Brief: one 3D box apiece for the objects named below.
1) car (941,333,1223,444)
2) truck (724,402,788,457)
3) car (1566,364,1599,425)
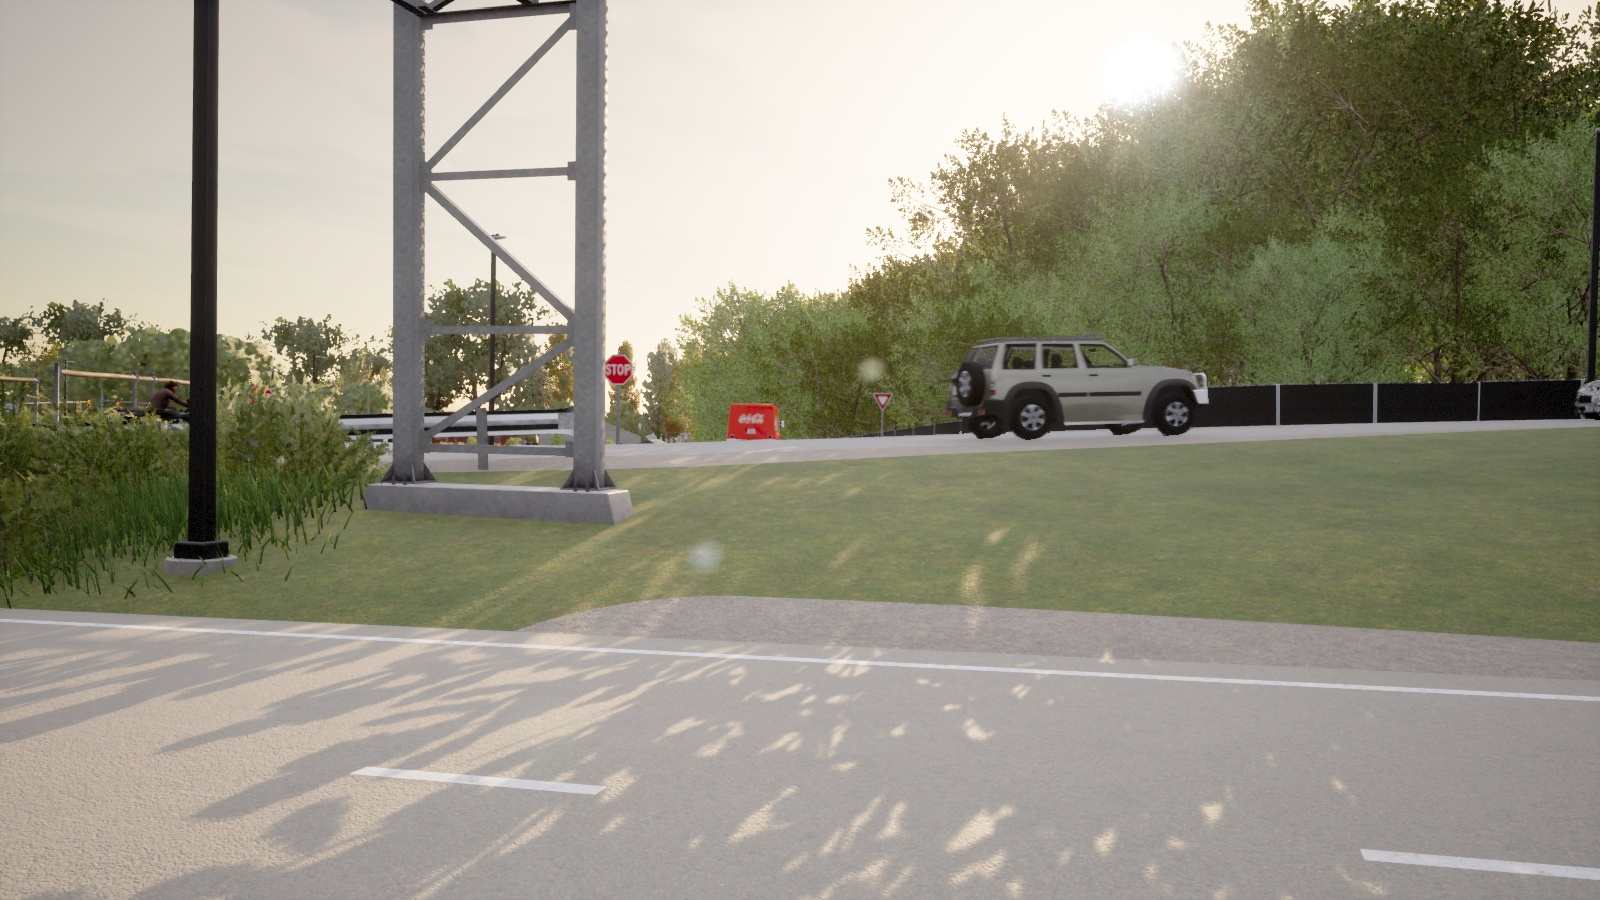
[{"bbox_3d":[5.052,-1.102,22.599,4.605,1.855,1.932,-1,2,-18],"label":"car"},{"bbox_3d":[-2.131,-0.958,62.361,2.627,2.467,5.204,1,-1,4],"label":"truck"},{"bbox_3d":[21.144,-1.364,30.641,3.806,1.475,1.970,-1,1,-7],"label":"car"}]
